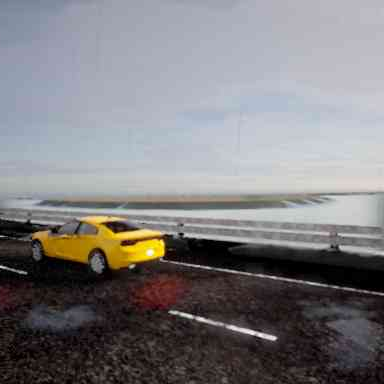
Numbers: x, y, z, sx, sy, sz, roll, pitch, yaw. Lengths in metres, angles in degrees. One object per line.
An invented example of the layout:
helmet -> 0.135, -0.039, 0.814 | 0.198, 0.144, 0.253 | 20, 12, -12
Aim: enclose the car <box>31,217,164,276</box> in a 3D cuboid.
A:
car -> -3.161, 1.522, 10.570 | 5.008, 1.535, 1.882 | 0, 0, 36
